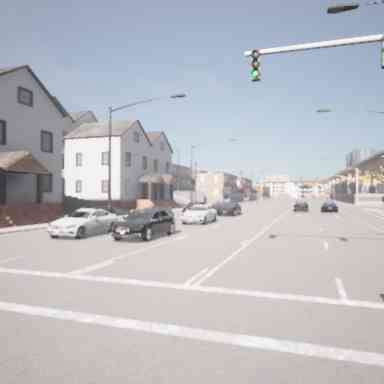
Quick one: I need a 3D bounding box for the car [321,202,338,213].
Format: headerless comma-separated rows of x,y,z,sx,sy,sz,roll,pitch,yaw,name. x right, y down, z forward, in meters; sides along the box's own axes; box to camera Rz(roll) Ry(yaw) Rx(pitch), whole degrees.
17.890,1.970,43.345,1.994,1.385,4.181,0,-1,20,car

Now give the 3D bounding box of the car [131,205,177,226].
-2.952,1.791,26.658,1.994,1.385,4.181,0,-1,20,car

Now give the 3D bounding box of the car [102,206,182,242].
-2.418,1.654,17.635,1.837,1.490,4.892,0,-1,19,car

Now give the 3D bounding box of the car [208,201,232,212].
3.969,1.955,46.263,2.033,1.411,5.357,0,-1,20,car

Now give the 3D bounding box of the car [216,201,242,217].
4.114,1.799,36.238,1.882,1.535,5.008,0,-1,19,car

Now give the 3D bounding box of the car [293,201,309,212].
14.800,1.908,45.102,2.128,1.511,4.902,0,-1,20,car

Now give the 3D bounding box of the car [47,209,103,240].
-5.845,1.676,18.441,1.812,1.442,4.674,0,-1,20,car

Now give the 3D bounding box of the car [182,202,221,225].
0.648,1.756,26.351,1.812,1.442,4.674,0,-1,19,car
